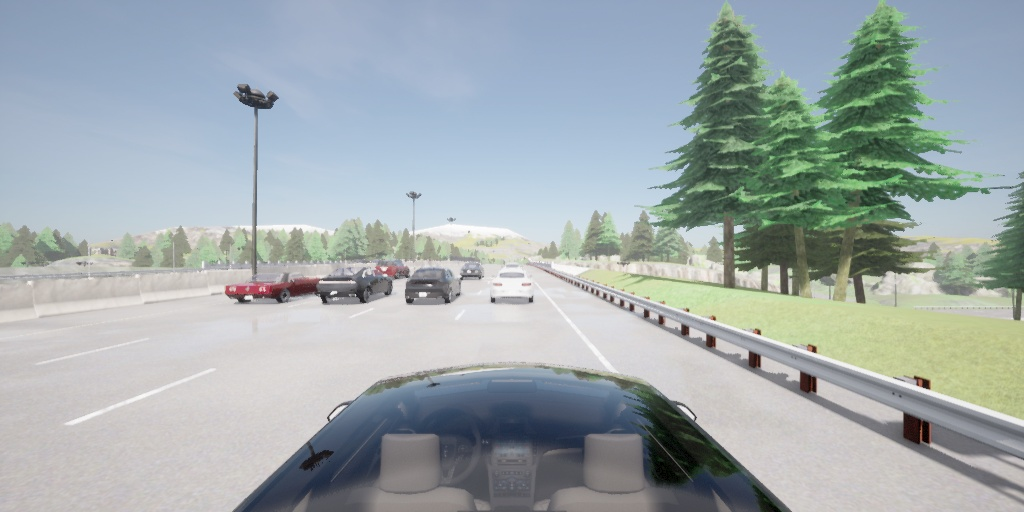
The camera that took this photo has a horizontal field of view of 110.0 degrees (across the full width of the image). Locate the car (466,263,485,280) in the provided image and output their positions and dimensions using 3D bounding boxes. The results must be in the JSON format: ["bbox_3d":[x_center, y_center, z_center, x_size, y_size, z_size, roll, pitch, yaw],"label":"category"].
[{"bbox_3d":[-3.466,1.318,31.471,2.033,1.411,5.357,0,0,0],"label":"car"}]

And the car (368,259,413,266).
[{"bbox_3d":[-10.466,1.121,31.460,2.097,1.767,4.553,0,0,0],"label":"car"}]

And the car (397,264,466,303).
[{"bbox_3d":[-3.500,1.267,16.502,1.837,1.490,4.892,0,0,0],"label":"car"}]

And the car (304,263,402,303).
[{"bbox_3d":[-7.000,1.246,16.503,2.128,1.511,4.902,0,0,0],"label":"car"}]

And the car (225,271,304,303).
[{"bbox_3d":[-10.500,1.367,16.532,1.895,1.301,4.718,0,0,0],"label":"car"}]

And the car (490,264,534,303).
[{"bbox_3d":[0.000,1.284,16.502,1.812,1.442,4.674,0,0,0],"label":"car"}]
